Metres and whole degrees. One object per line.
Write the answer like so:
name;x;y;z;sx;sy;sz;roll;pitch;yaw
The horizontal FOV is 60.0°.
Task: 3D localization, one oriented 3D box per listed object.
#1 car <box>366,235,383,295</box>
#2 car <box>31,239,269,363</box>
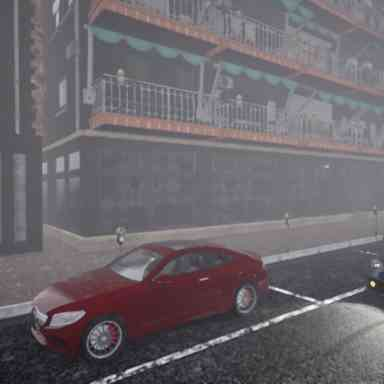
car;5.507;1.422;6.976;4.181;1.385;1.994;-1;1;-35
car;-0.461;1.534;5.757;4.206;1.307;1.802;-1;1;-35
